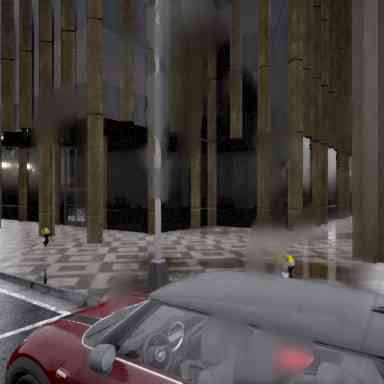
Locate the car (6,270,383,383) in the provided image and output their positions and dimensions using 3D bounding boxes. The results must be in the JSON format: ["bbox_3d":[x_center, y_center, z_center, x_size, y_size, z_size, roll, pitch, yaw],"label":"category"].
[{"bbox_3d":[0.175,1.440,2.839,4.097,1.590,1.967,0,0,36],"label":"car"}]
